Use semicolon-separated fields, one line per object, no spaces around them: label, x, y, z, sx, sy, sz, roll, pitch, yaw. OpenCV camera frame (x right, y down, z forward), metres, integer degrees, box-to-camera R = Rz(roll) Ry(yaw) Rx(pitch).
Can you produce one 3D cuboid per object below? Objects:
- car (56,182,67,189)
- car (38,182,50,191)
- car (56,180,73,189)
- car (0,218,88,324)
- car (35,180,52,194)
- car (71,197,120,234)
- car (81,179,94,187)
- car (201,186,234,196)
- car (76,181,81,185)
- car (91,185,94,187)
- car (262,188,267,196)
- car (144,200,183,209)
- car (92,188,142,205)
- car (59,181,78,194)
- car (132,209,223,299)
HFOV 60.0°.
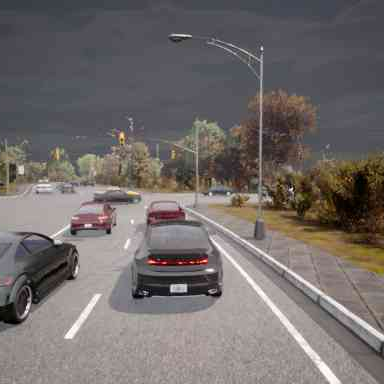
car;-27.854;-1.373;70.906;1.895;1.301;4.718;-1;3;-25
car;-27.499;-1.041;61.805;1.882;1.535;5.008;-1;3;-24
car;-23.585;-1.005;61.635;1.837;1.490;4.892;-1;3;-24
car;-3.845;1.516;7.022;1.994;1.385;4.181;0;1;-2
car;-23.495;-0.835;52.772;2.150;2.045;5.566;-1;3;-24
car;-4.913;1.241;16.936;1.812;1.442;4.674;0;2;-8
car;-25.917;-2.347;83.273;2.150;2.045;5.566;-1;3;-25
car;3.703;-0.171;48.594;4.892;1.490;1.837;0;3;-22
car;-29.075;-1.996;81.780;1.837;1.490;4.892;-1;3;-25
car;-8.251;0.284;36.118;5.008;1.535;1.882;-1;3;-22
car;13.448;-0.272;52.460;5.566;2.045;2.150;2;2;-22
car;-1.452;1.169;17.397;1.882;1.535;5.008;0;2;-8
car;-7.303;0.506;32.735;4.674;1.442;1.812;-1;3;-22
car;-19.853;-0.550;53.178;1.812;1.442;4.674;-1;3;-23
car;-0.401;1.428;8.340;1.837;1.490;4.892;0;1;-4
